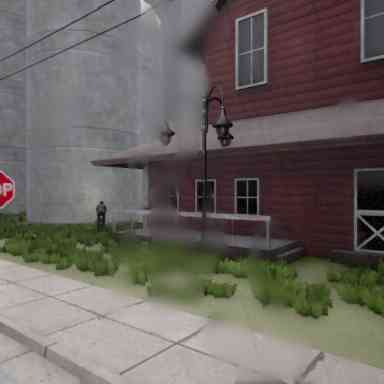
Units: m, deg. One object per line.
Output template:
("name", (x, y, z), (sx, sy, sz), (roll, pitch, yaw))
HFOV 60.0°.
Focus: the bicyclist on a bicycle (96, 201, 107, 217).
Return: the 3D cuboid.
("bicyclist on a bicycle", (-4.712, 1.287, 17.315), (0.582, 1.620, 1.656), (0, -2, -10))
